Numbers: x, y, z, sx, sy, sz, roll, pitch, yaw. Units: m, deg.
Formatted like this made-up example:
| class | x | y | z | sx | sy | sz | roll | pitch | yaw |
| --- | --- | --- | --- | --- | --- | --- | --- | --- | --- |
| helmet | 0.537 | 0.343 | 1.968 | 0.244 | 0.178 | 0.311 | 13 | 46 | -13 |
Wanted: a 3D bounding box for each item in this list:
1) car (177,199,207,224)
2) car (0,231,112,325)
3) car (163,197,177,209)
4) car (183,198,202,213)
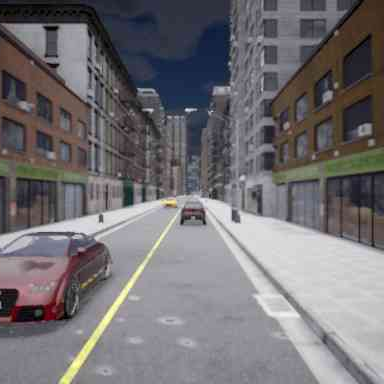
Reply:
| class | x | y | z | sx | sy | sz | roll | pitch | yaw |
| --- | --- | --- | --- | --- | --- | --- | --- | --- | --- |
| car | 0.089 | 1.520 | 24.933 | 1.837 | 1.490 | 4.892 | 0 | 0 | 0 |
| car | -3.102 | 1.567 | 7.151 | 1.994 | 1.385 | 4.181 | 0 | 0 | 0 |
| car | -3.094 | 1.522 | 47.572 | 1.882 | 1.535 | 5.008 | 0 | 0 | 0 |
| car | 0.084 | 1.524 | 39.076 | 2.128 | 1.511 | 4.902 | 0 | 0 | 0 |
